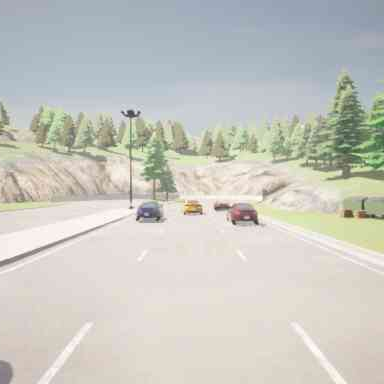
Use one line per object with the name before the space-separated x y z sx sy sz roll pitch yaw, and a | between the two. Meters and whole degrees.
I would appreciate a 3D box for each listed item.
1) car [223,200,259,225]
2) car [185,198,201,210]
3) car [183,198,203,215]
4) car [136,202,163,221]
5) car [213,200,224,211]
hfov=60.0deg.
car | 3.600 1.522 24.084 1.812 1.442 4.674 0 0 0
car | 0.132 1.541 44.016 2.033 1.411 5.357 0 0 1
car | 0.096 1.473 34.162 1.882 1.535 5.008 0 0 0
car | -3.400 1.522 27.195 1.812 1.442 4.674 0 0 0
car | 3.605 1.595 40.514 1.895 1.301 4.718 0 0 0
